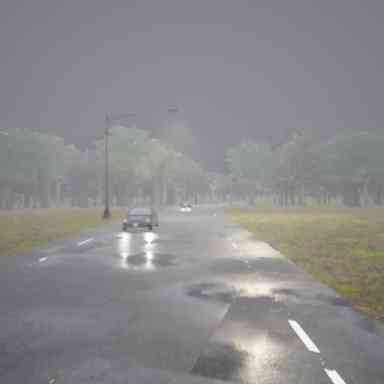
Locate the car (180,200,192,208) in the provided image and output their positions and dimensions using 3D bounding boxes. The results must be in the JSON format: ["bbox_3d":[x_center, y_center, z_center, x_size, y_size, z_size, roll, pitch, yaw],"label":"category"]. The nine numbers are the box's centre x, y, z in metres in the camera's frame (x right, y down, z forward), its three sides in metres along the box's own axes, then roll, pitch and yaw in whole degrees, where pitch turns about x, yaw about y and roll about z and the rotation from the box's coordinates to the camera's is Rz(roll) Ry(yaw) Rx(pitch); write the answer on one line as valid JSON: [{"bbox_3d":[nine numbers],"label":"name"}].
[{"bbox_3d":[-1.084,2.335,63.734,2.128,1.511,4.902,0,-1,5],"label":"car"}]

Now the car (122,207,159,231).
[{"bbox_3d":[-3.288,1.707,22.067,1.812,1.442,4.674,0,-1,2],"label":"car"}]
